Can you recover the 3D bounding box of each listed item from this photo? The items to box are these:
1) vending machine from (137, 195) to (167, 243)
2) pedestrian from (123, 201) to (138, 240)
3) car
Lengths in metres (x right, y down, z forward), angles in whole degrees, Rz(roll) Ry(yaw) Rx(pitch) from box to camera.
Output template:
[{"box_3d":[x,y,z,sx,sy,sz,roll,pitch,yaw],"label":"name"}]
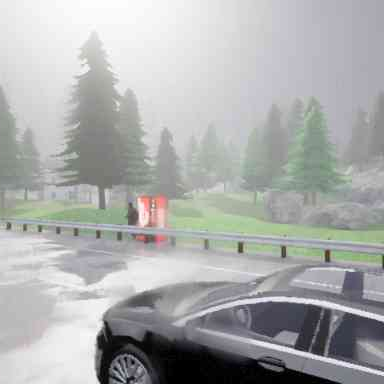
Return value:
[{"box_3d":[-1.855,1.195,15.373,0.880,2.100,1.100,0,0,33],"label":"vending machine"},{"box_3d":[-2.757,1.294,15.198,0.375,1.860,0.375,0,0,33],"label":"pedestrian"},{"box_3d":[1.122,1.491,3.110,4.902,1.511,2.128,0,0,36],"label":"car"}]
